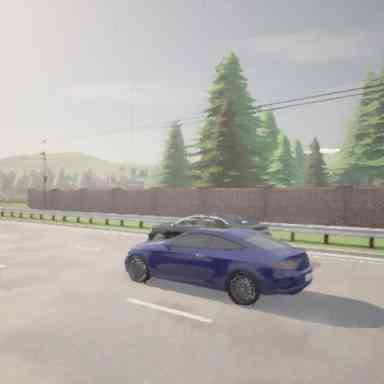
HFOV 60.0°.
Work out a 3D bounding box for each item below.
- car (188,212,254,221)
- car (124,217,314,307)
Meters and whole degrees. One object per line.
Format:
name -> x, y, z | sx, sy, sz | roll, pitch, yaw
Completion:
car -> 0.511, 1.497, 12.226 | 4.902, 1.511, 2.128 | 0, 0, 36
car -> 0.448, 1.529, 7.973 | 4.674, 1.442, 1.812 | 0, 0, 36
